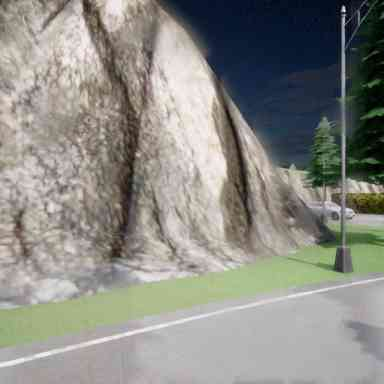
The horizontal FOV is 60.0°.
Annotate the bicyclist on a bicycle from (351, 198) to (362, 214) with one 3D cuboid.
[{"bbox_3d":[16.488,1.451,33.370,1.656,1.620,0.582,0,0,-28],"label":"bicyclist on a bicycle"}]

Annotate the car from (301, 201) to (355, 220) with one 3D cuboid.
[{"bbox_3d":[11.314,1.524,27.989,1.812,1.442,4.674,0,0,-28],"label":"car"}]
